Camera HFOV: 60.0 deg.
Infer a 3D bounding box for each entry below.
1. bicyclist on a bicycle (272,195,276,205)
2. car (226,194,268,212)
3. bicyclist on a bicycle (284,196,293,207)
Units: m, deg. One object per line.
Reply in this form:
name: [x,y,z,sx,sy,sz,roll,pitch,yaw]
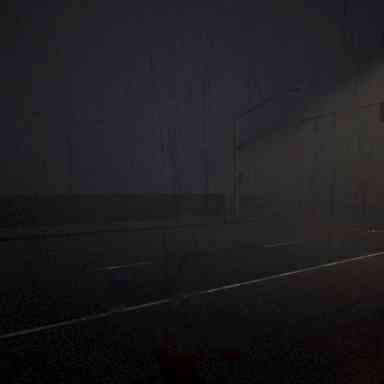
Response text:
bicyclist on a bicycle: [13.420,1.300,54.421,0.582,1.620,1.656,0,0,21]
car: [6.438,1.223,39.150,2.150,2.045,5.566,0,0,-35]
bicyclist on a bicycle: [14.422,1.453,49.513,1.656,1.620,0.582,0,0,-23]
